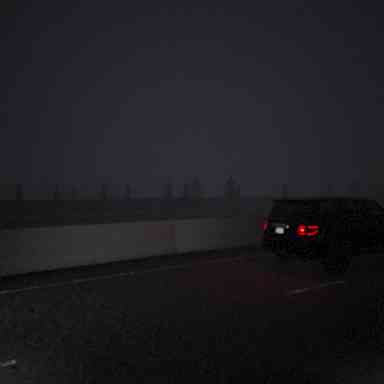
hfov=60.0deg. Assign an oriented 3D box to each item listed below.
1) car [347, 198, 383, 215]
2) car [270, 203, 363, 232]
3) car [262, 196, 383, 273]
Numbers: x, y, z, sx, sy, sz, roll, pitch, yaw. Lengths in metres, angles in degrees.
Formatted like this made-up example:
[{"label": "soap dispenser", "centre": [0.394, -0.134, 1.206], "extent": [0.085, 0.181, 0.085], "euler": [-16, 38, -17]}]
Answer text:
[{"label": "car", "centre": [17.557, 1.348, 31.342], "extent": [5.357, 1.411, 2.033], "euler": [0, 0, -17]}, {"label": "car", "centre": [7.507, 1.429, 20.009], "extent": [5.357, 1.411, 2.033], "euler": [0, 0, -25]}, {"label": "car", "centre": [4.791, 1.157, 10.583], "extent": [5.566, 2.045, 2.150], "euler": [0, 0, -29]}]
